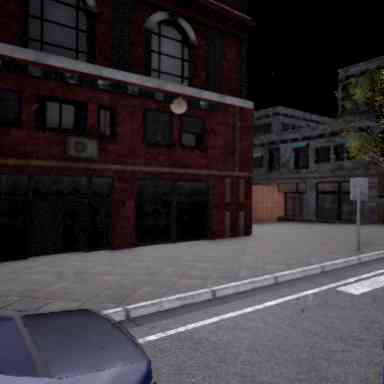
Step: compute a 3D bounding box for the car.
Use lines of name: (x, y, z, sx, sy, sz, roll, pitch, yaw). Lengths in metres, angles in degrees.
car: (-2.733, 1.547, 1.734, 5.357, 1.411, 2.033, 0, 0, -36)
